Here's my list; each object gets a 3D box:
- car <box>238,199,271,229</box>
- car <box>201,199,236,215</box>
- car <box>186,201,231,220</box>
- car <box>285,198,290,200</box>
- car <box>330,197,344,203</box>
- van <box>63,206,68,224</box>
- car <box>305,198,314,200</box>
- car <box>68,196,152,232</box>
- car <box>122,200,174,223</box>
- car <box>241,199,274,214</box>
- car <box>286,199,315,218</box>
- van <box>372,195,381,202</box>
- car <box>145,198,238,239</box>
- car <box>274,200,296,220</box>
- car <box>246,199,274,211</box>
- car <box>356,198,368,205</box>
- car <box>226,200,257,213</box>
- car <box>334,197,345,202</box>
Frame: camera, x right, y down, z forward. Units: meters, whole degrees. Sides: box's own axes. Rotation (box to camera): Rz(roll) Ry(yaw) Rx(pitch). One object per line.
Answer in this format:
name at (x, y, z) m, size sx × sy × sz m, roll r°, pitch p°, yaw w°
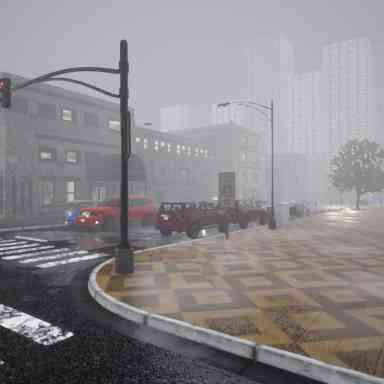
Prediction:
car at (3.333, 1.368, 22.306) m, size 2.192 × 1.841 × 5.009 m, roll -1°, pitch -1°, yaw 35°
car at (2.892, 1.570, 36.164) m, size 1.967 × 1.590 × 4.097 m, roll -1°, pitch -1°, yaw 35°
car at (1.591, 1.622, 29.834) m, size 1.812 × 1.442 × 4.674 m, roll 0°, pitch 0°, yaw 36°
car at (15.579, 1.742, 54.044) m, size 1.752 × 1.417 × 4.829 m, roll -1°, pitch -1°, yaw 35°
car at (34.858, 1.915, 81.214) m, size 2.008 × 1.369 × 4.403 m, roll -1°, pitch -1°, yaw 35°
van at (-6.699, 1.414, 22.648) m, size 1.690 × 1.788 × 3.998 m, roll -1°, pitch 0°, yaw 35°
car at (22.072, 1.815, 63.194) m, size 2.008 × 1.369 × 4.403 m, roll -1°, pitch -1°, yaw 35°
car at (-4.599, 1.285, 21.129) m, size 2.150 × 2.045 × 5.566 m, roll 0°, pitch -1°, yaw 35°
car at (-3.502, 1.531, 27.152) m, size 1.967 × 1.590 × 4.097 m, roll -1°, pitch -1°, yaw 35°
car at (7.627, 1.639, 38.330) m, size 1.837 × 1.490 × 4.892 m, roll 0°, pitch 0°, yaw 36°
car at (9.728, 1.657, 31.315) m, size 1.947 × 1.339 × 4.313 m, roll -1°, pitch -1°, yaw 35°
van at (44.890, 1.693, 80.875) m, size 1.690 × 1.788 × 3.998 m, roll -1°, pitch -1°, yaw 35°
car at (0.137, 1.350, 17.801) m, size 2.192 × 1.841 × 5.009 m, roll -1°, pitch -1°, yaw 35°
car at (6.531, 1.616, 26.810) m, size 1.887 × 1.381 × 4.507 m, roll -1°, pitch -1°, yaw 35°
car at (9.285, 1.722, 45.172) m, size 2.008 × 1.369 × 4.403 m, roll -1°, pitch -1°, yaw 35°
car at (32.104, 1.801, 62.851) m, size 2.008 × 1.369 × 4.403 m, roll -1°, pitch -1°, yaw 35°
car at (6.088, 1.701, 40.667) m, size 2.008 × 1.369 × 4.403 m, roll -1°, pitch -1°, yaw 35°
car at (38.055, 1.935, 85.719) m, size 1.887 × 1.381 × 4.507 m, roll -1°, pitch -1°, yaw 35°
